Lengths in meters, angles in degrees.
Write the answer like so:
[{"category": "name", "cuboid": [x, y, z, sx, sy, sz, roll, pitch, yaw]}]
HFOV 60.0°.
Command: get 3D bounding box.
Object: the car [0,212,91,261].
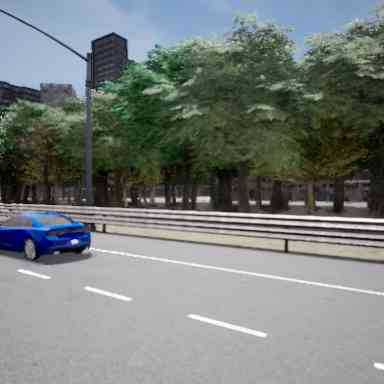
[{"category": "car", "cuboid": [-5.860, 1.497, 12.348, 5.008, 1.535, 1.882, 0, 0, 36]}]
